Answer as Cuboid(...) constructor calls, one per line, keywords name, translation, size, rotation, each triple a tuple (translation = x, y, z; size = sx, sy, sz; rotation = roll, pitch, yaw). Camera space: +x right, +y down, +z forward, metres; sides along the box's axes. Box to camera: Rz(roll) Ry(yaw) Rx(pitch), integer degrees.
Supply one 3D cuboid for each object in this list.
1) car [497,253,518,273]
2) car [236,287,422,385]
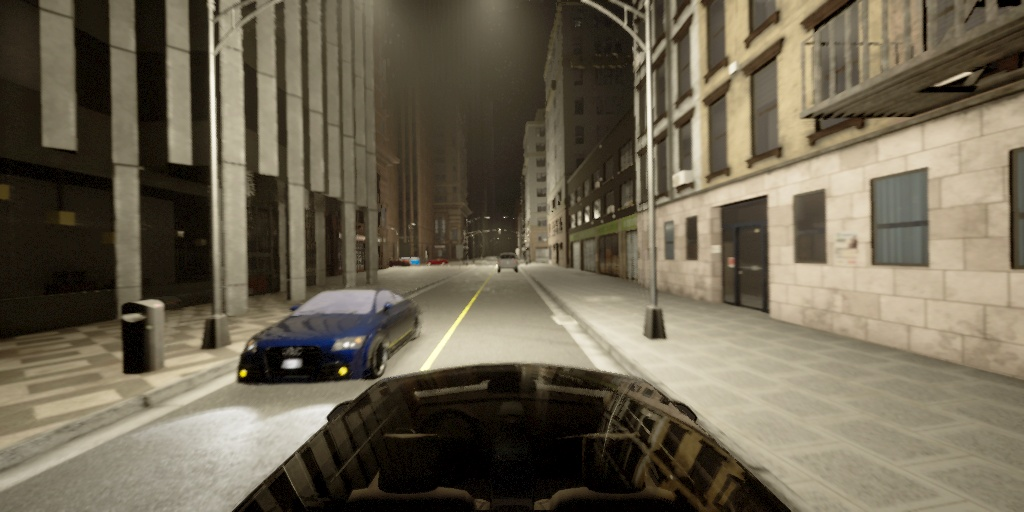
Cuboid(name="car", translation=(-0.476, 0.690, 38.999), size=(2.150, 2.045, 5.566), rotation=(-1, 1, -1))
Cuboid(name="car", translation=(-3.164, 1.331, 7.094), size=(1.994, 1.385, 4.181), rotation=(-1, 0, -1))
